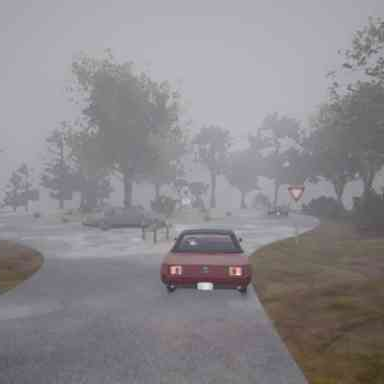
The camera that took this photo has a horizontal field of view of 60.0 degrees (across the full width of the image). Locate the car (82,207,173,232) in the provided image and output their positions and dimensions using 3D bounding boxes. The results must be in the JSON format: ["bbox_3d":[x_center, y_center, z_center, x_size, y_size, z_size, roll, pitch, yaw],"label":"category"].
[{"bbox_3d":[-3.880,1.620,20.391,5.357,1.411,2.033,0,0,-6],"label":"car"}]

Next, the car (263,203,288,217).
[{"bbox_3d":[8.309,1.720,33.468,1.895,1.301,4.718,0,0,5],"label":"car"}]

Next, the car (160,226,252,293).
[{"bbox_3d":[0.433,1.633,8.968,1.895,1.301,4.718,0,0,4],"label":"car"}]
